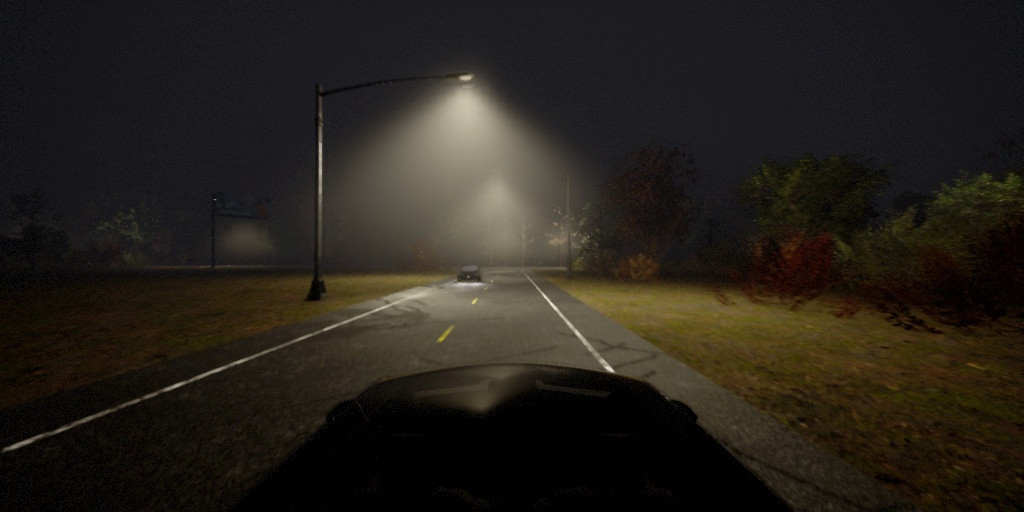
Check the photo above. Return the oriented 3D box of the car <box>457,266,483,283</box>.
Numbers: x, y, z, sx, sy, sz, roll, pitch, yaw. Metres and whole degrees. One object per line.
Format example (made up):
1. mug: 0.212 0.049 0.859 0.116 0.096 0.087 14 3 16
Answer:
1. car: -3.592 1.559 31.411 1.994 1.385 4.181 0 0 0
